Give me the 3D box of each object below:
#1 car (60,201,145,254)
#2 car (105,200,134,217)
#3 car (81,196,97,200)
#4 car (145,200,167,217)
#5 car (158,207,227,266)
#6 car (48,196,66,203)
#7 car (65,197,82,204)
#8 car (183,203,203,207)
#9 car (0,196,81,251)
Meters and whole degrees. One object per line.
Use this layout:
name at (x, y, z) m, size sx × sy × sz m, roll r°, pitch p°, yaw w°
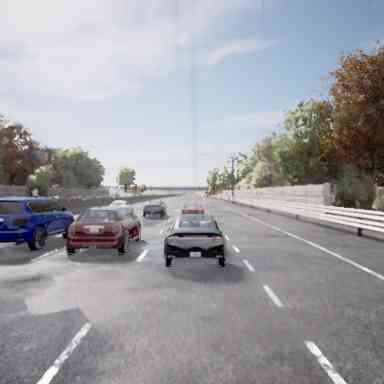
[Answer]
car at (-3.405, 1.362, 13.672) m, size 2.097 × 1.767 × 4.553 m, roll 0°, pitch 0°, yaw 0°
car at (-6.914, 1.560, 32.263) m, size 1.812 × 1.442 × 4.674 m, roll 0°, pitch 0°, yaw 0°
car at (-21.030, 1.567, 69.013) m, size 1.837 × 1.490 × 4.892 m, roll 0°, pitch 0°, yaw 0°
car at (-3.413, 1.524, 31.169) m, size 2.128 × 1.511 × 4.902 m, roll 0°, pitch 0°, yaw 0°
car at (0.095, 1.500, 11.541) m, size 2.128 × 1.511 × 4.902 m, roll 0°, pitch 0°, yaw 0°
car at (-28.030, 1.619, 69.010) m, size 1.994 × 1.385 × 4.181 m, roll 0°, pitch 0°, yaw 0°
car at (-24.530, 1.662, 68.981) m, size 1.895 × 1.301 × 4.718 m, roll 0°, pitch 0°, yaw 0°
car at (0.090, 1.632, 29.725) m, size 1.895 × 1.301 × 4.718 m, roll 0°, pitch 0°, yaw 0°
car at (-6.905, 1.231, 14.319) m, size 2.150 × 2.045 × 5.566 m, roll 0°, pitch 0°, yaw 0°
